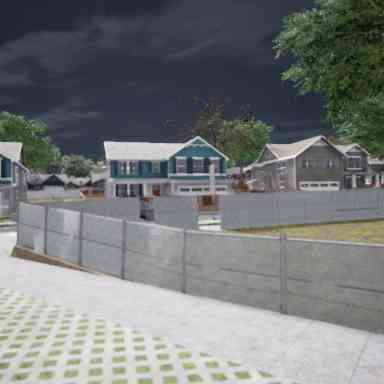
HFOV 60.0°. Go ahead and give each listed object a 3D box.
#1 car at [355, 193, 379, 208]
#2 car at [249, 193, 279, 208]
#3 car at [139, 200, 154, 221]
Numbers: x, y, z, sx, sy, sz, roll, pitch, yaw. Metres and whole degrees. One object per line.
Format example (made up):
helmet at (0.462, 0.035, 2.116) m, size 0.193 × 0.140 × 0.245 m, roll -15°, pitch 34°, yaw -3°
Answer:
car at (15.533, 0.551, 27.965) m, size 4.674 × 1.442 × 1.812 m, roll -2°, pitch -1°, yaw -16°
car at (5.290, 0.872, 24.942) m, size 4.892 × 1.490 × 1.837 m, roll -2°, pitch -1°, yaw -17°
car at (-4.284, 1.234, 21.858) m, size 5.357 × 1.411 × 2.033 m, roll -2°, pitch -1°, yaw -18°
